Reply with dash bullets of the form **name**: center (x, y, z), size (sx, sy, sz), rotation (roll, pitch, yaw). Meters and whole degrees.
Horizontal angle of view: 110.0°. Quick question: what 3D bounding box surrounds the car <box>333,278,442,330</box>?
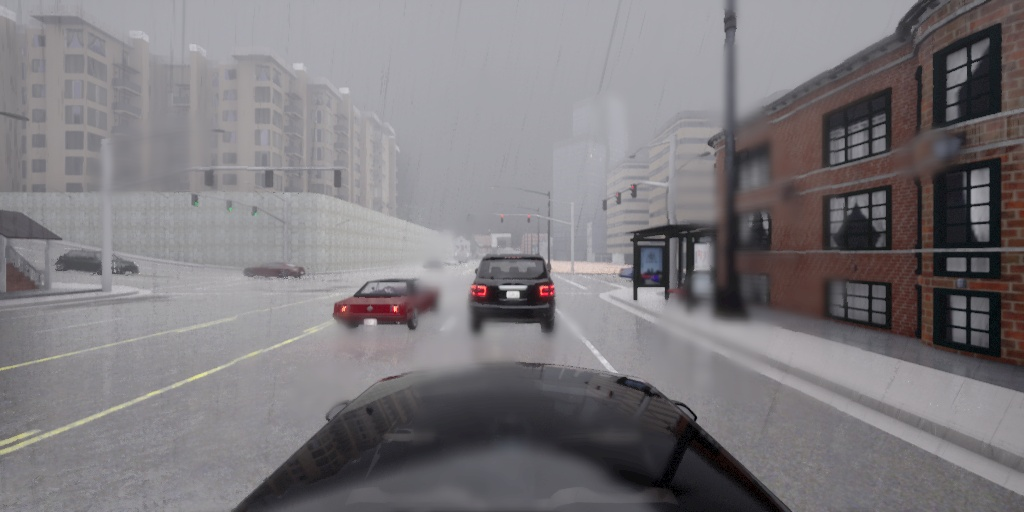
- **car**: center (-3.474, 1.339, 11.065), size (1.895, 1.301, 4.718), rotation (0, 0, 0)

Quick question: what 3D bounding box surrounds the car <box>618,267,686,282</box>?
- **car**: center (11.038, 1.265, 27.805), size (5.357, 1.411, 2.033), rotation (0, 0, 8)

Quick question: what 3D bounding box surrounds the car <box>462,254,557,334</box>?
- **car**: center (0.024, 0.960, 10.749), size (2.150, 2.045, 5.566), rotation (0, 0, 0)

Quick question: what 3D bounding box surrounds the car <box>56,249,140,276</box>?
- **car**: center (-30.879, 0.439, 26.878), size (4.553, 1.767, 2.097), rotation (6, 0, 0)

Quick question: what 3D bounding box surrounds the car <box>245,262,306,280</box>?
- **car**: center (-20.084, 1.225, 30.527), size (4.674, 1.442, 1.812), rotation (1, 0, 3)

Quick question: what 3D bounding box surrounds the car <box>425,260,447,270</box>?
- **car**: center (-10.862, 1.253, 50.325), size (1.994, 1.385, 4.181), rotation (0, 0, 0)
